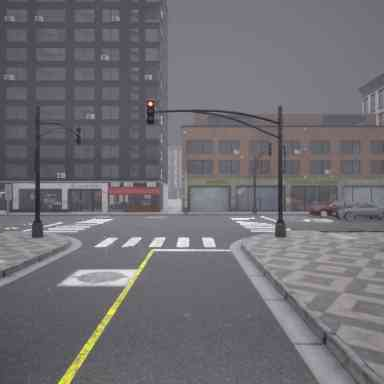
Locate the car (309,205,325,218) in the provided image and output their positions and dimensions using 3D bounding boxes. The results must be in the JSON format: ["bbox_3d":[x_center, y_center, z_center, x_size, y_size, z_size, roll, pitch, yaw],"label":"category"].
[{"bbox_3d":[13.143,1.491,29.906,5.008,1.535,1.882,0,0,1],"label":"car"}]

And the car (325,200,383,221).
[{"bbox_3d":[13.399,1.550,26.653,4.181,1.385,1.994,0,0,0],"label":"car"}]
